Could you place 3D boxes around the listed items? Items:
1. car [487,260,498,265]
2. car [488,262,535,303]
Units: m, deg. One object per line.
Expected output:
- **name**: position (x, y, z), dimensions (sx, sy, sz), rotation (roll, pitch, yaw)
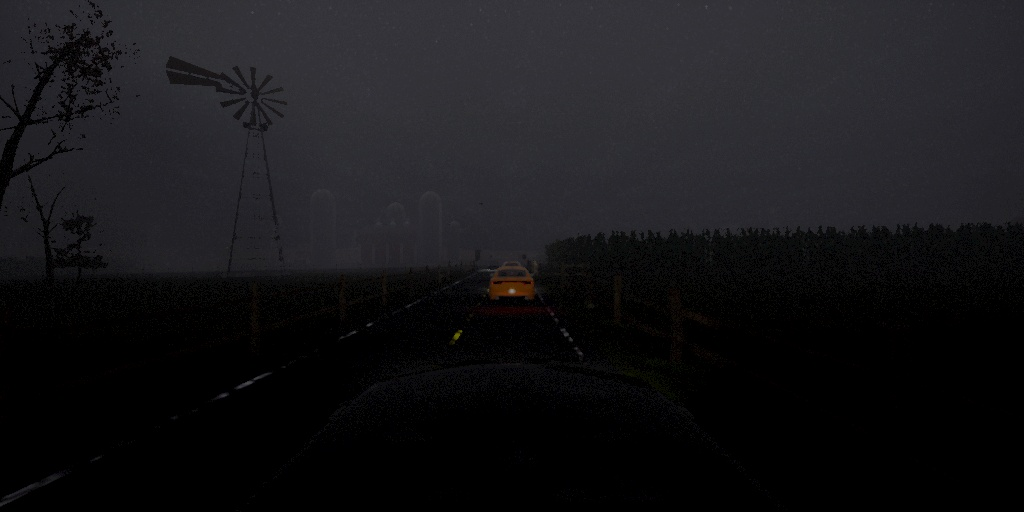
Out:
- **car**: position (-2.750, 1.359, 55.508), dimensions (2.033, 1.411, 5.357), rotation (0, 0, 0)
- **car**: position (0.000, 1.231, 16.503), dimensions (1.882, 1.535, 5.008), rotation (0, 0, 0)
